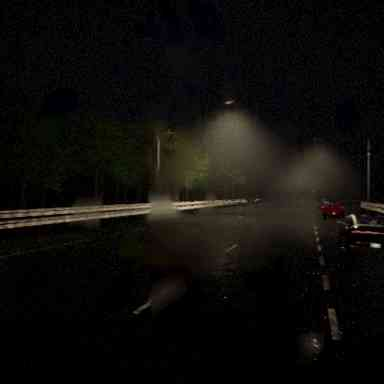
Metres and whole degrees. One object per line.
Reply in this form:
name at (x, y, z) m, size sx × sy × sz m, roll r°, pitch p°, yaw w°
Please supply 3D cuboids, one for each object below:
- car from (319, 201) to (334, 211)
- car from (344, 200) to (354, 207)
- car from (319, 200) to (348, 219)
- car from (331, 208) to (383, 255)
car at (21.142, 2.176, 52.283) m, size 1.994 × 1.385 × 4.181 m, roll 0°, pitch -1°, yaw 24°
car at (33.856, 2.436, 72.983) m, size 2.033 × 1.411 × 5.357 m, roll 0°, pitch -1°, yaw 41°
car at (14.205, 1.893, 33.641) m, size 1.882 × 1.535 × 5.008 m, roll 0°, pitch -1°, yaw 20°
car at (7.191, 1.669, 13.832) m, size 2.128 × 1.511 × 4.902 m, roll 0°, pitch 0°, yaw 19°
